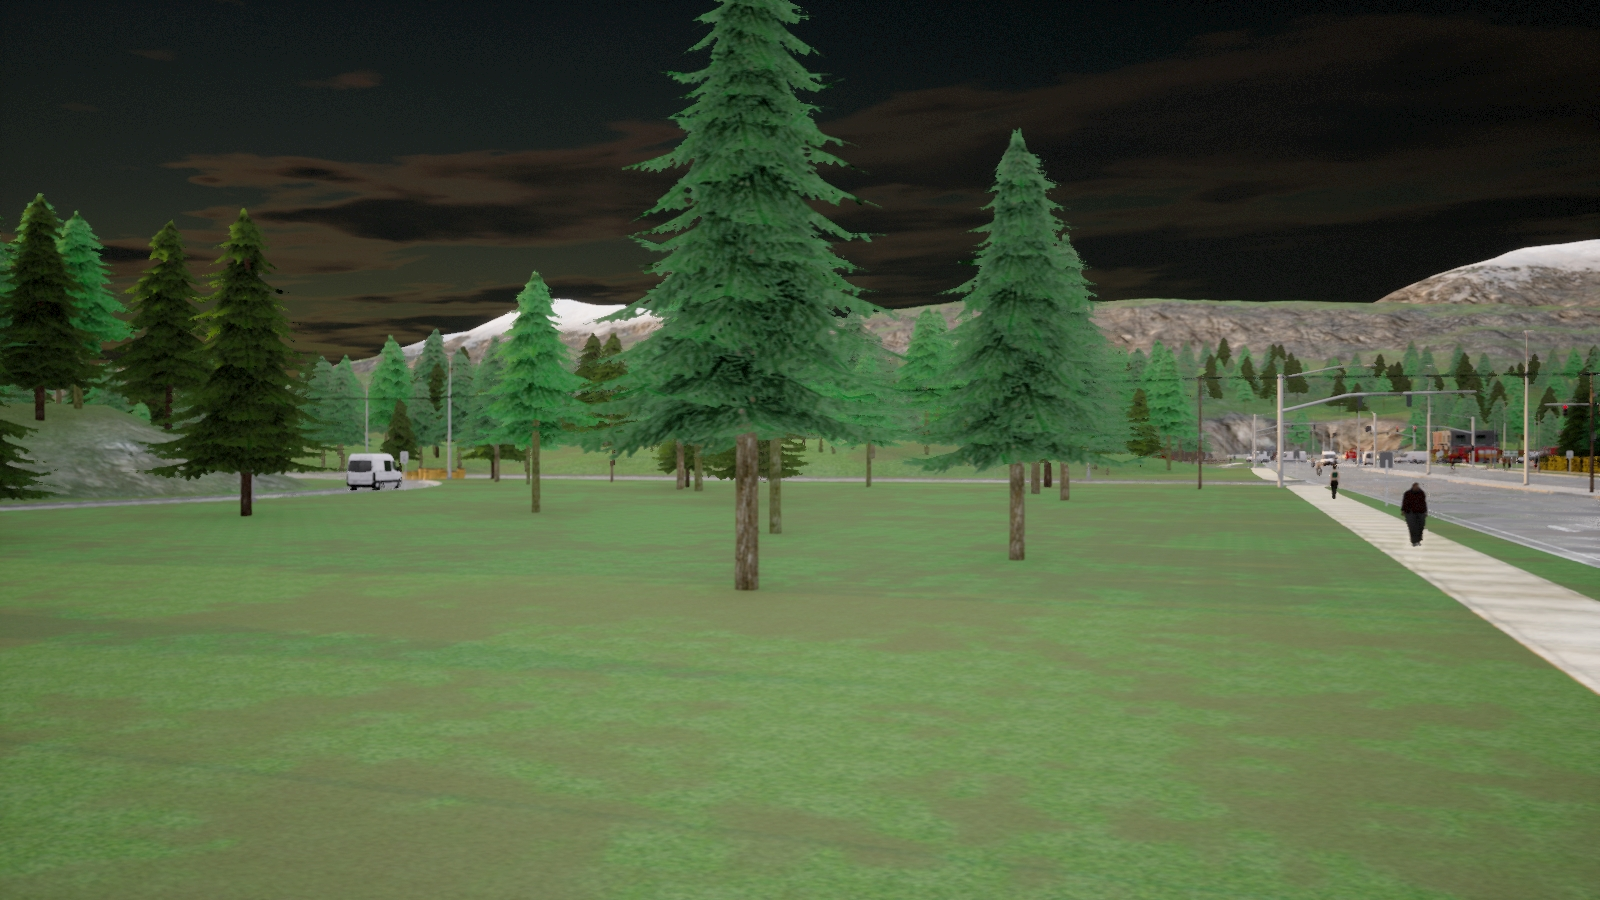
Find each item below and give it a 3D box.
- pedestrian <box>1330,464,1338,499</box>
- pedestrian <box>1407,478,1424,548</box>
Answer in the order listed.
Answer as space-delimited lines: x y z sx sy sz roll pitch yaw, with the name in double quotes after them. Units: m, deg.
28.660 1.699 61.298 0.375 1.860 0.375 0 0 21 "pedestrian"
16.683 1.698 30.967 0.375 1.860 0.375 0 0 20 "pedestrian"
